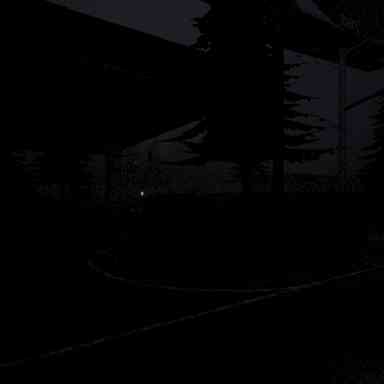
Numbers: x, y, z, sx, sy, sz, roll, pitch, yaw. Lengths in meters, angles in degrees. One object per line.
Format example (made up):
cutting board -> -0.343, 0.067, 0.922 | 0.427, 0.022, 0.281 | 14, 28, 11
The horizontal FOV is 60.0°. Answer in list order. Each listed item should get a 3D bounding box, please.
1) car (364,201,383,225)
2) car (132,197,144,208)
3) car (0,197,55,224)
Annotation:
car -> 11.449, 1.314, 21.335 | 2.128, 1.511, 4.902 | 0, 0, -36
car -> -7.339, 1.377, 46.588 | 2.128, 1.511, 4.902 | 0, 0, -6
car -> -11.894, 1.313, 23.518 | 3.866, 1.878, 1.905 | 0, 0, -36
